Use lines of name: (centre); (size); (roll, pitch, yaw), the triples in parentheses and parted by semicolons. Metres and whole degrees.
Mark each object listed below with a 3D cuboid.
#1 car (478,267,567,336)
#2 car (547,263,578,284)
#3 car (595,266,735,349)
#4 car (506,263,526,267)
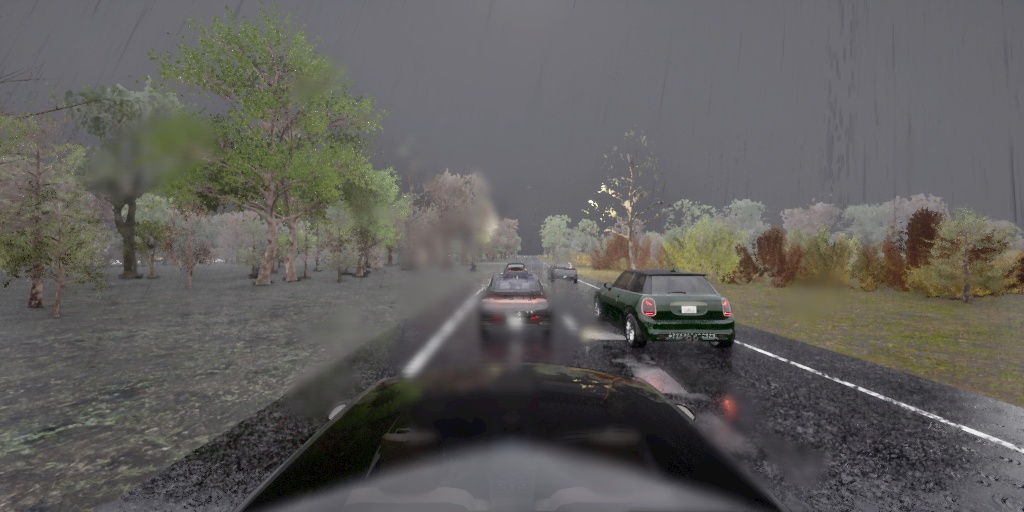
car: (0.101, 1.243, 10.395); (2.128, 1.511, 4.902); (0, 0, 0)
car: (3.800, 1.245, 27.336); (2.128, 1.511, 4.902); (0, 0, 1)
car: (3.598, 1.103, 9.359); (2.097, 1.767, 4.553); (0, 0, 1)
car: (0.304, 1.259, 27.608); (1.837, 1.490, 4.892); (0, 0, 1)
